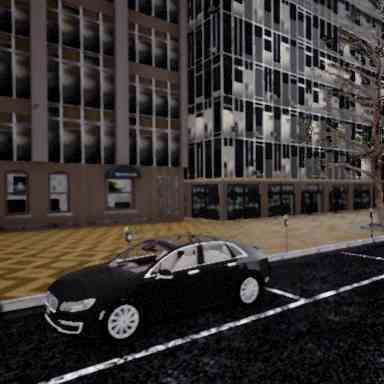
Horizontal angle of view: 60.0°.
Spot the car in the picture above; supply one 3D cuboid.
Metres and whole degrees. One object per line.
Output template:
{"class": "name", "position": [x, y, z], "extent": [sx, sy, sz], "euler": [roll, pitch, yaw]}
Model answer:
{"class": "car", "position": [-0.386, 1.532, 6.290], "extent": [4.403, 1.369, 2.008], "euler": [0, 0, -36]}
